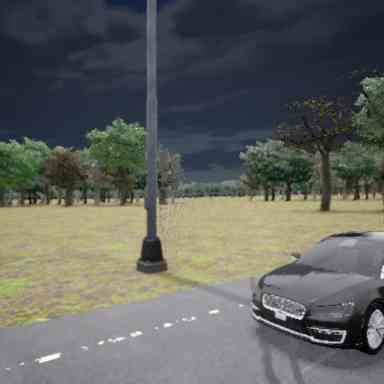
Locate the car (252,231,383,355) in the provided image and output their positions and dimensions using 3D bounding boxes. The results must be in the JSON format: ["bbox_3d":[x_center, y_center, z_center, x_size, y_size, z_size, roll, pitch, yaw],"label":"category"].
[{"bbox_3d":[3.235,1.554,6.271,4.892,1.490,1.837,0,-1,-36],"label":"car"}]
